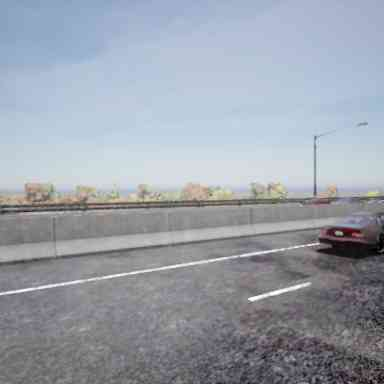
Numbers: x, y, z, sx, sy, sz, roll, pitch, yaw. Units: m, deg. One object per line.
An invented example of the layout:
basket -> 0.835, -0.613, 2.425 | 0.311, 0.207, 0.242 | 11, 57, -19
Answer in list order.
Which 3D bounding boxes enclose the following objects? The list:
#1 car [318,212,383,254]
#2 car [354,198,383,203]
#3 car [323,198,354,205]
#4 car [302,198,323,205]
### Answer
car -> 7.239, 1.494, 13.212 | 5.357, 1.411, 2.033 | 0, 0, -35
car -> 19.368, 1.419, 34.997 | 4.181, 1.385, 1.994 | 0, 0, -35
car -> 17.821, 1.401, 38.194 | 5.357, 1.411, 2.033 | 0, 0, -35
car -> 15.256, 1.420, 40.659 | 4.181, 1.385, 1.994 | 0, 0, -35
